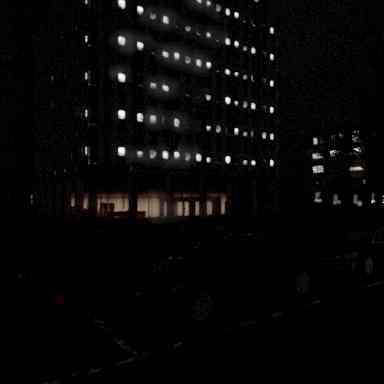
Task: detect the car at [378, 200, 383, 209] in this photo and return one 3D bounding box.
[{"bbox_3d":[38.378,2.460,64.081,1.967,1.590,4.097,-1,0,-36],"label":"car"}]

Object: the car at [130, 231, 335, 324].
[{"bbox_3d":[0.880,1.587,7.191,4.507,1.381,1.887,1,-1,-35],"label":"car"}]

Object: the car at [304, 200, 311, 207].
[{"bbox_3d":[26.529,2.753,80.244,1.967,1.590,4.097,-1,0,-36],"label":"car"}]

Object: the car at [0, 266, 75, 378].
[{"bbox_3d":[-3.621,1.576,3.984,4.206,1.307,1.802,1,-1,-35],"label":"car"}]

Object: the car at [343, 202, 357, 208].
[{"bbox_3d":[33.121,2.732,71.264,1.802,1.307,4.206,-1,0,-36],"label":"car"}]

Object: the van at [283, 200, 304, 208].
[{"bbox_3d":[21.697,2.588,72.570,1.690,1.788,3.998,-1,0,-36],"label":"van"}]

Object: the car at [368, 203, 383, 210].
[{"bbox_3d":[32.691,2.522,57.205,2.008,1.369,4.403,-1,0,-36],"label":"car"}]

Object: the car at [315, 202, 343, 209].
[{"bbox_3d":[26.615,2.668,65.682,1.887,1.381,4.507,-1,0,-36],"label":"car"}]

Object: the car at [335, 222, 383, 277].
[{"bbox_3d":[5.382,1.642,10.398,4.403,1.369,2.008,1,-1,-35],"label":"car"}]

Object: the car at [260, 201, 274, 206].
[{"bbox_3d":[19.999,3.058,89.265,1.802,1.307,4.206,-1,0,-36],"label":"car"}]
